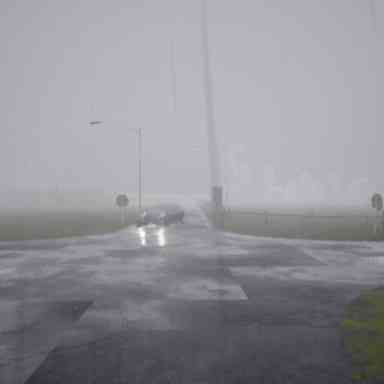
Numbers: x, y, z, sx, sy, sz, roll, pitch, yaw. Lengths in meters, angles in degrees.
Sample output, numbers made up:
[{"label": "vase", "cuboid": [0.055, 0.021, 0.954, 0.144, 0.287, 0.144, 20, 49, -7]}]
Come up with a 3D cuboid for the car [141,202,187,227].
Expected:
[{"label": "car", "cuboid": [-2.138, 1.687, 26.112, 2.097, 1.767, 4.553, 0, -1, 22]}]

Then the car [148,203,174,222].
[{"label": "car", "cuboid": [-2.887, 1.910, 32.127, 2.128, 1.511, 4.902, 0, -1, 0]}]
